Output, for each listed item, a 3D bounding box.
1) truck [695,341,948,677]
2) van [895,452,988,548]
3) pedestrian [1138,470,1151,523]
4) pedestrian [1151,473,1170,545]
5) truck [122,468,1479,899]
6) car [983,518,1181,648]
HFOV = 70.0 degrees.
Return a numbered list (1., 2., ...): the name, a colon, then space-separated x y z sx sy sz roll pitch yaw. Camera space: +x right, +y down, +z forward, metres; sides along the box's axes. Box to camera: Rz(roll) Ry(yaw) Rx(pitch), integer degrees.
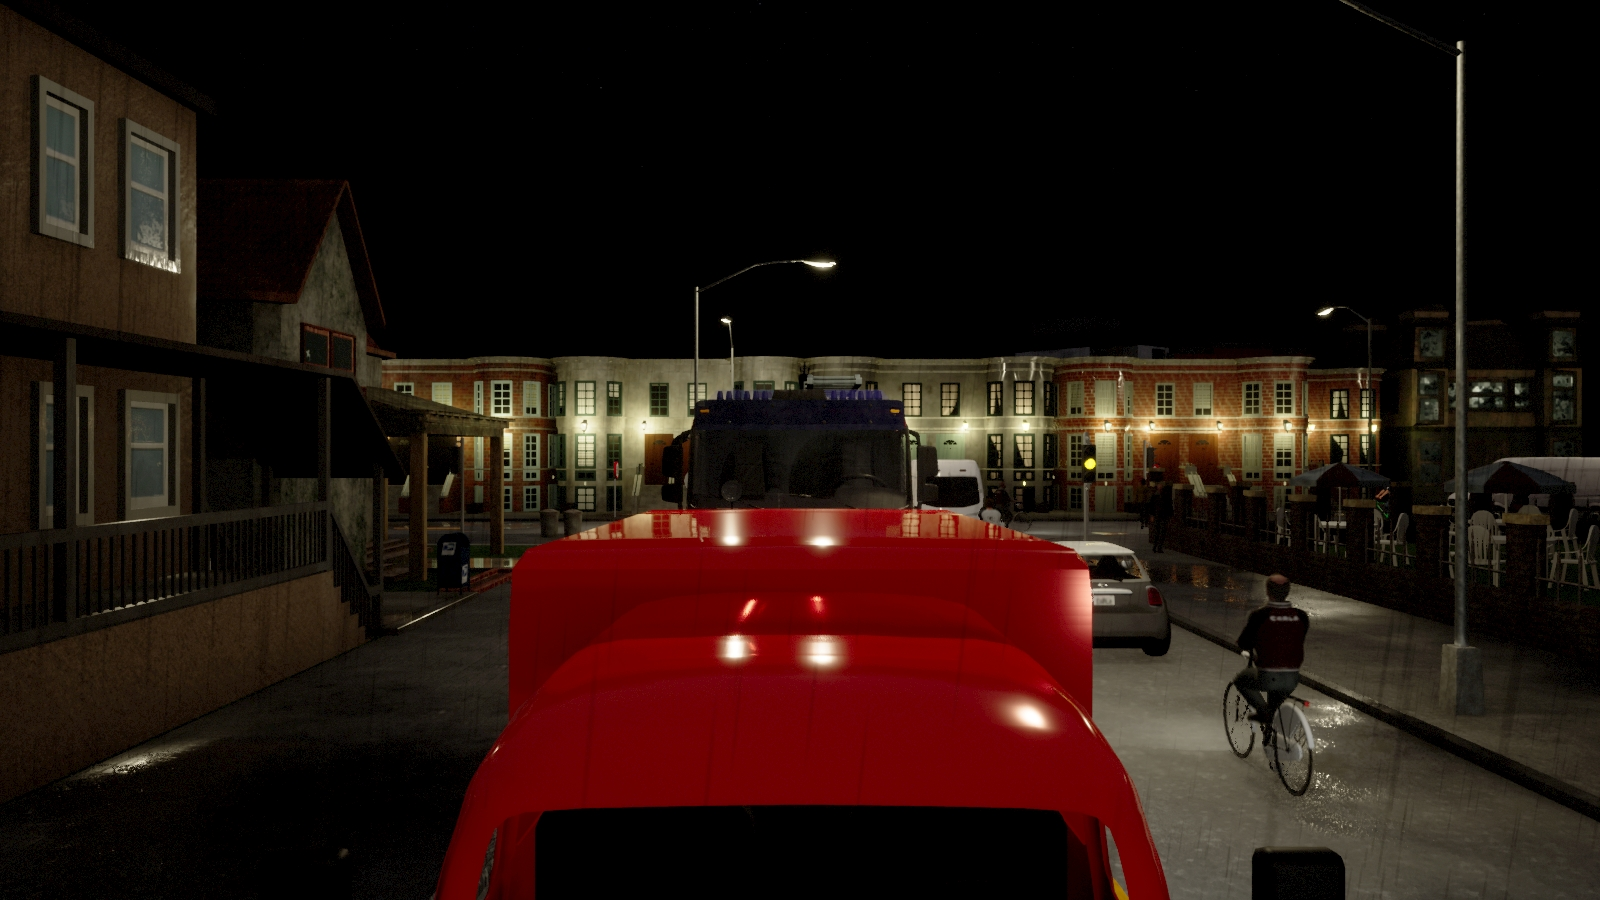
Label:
1. truck: 0.275 0.678 17.256 2.891 3.827 8.468 0 0 0
2. van: 4.008 1.329 33.254 1.988 2.561 5.915 0 0 0
3. pedestrian: 12.265 1.646 40.705 0.375 1.860 0.375 0 0 27
4. pedestrian: 9.357 1.531 29.663 0.375 1.860 0.375 0 0 1
5. truck: -0.002 1.351 4.813 2.627 2.467 5.204 0 0 0
6. car: 3.996 1.852 16.834 1.970 1.475 3.806 0 0 0
